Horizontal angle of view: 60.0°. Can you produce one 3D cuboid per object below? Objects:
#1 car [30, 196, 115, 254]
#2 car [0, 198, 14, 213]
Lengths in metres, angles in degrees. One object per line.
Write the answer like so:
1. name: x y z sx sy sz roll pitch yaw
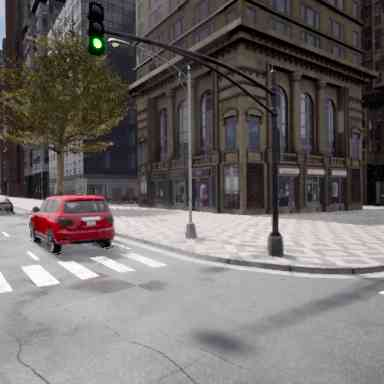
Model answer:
1. car: -5.027 1.164 13.601 2.150 2.045 5.566 -1 1 -36
2. car: -19.322 1.371 33.573 2.128 1.511 4.902 -1 1 -36
